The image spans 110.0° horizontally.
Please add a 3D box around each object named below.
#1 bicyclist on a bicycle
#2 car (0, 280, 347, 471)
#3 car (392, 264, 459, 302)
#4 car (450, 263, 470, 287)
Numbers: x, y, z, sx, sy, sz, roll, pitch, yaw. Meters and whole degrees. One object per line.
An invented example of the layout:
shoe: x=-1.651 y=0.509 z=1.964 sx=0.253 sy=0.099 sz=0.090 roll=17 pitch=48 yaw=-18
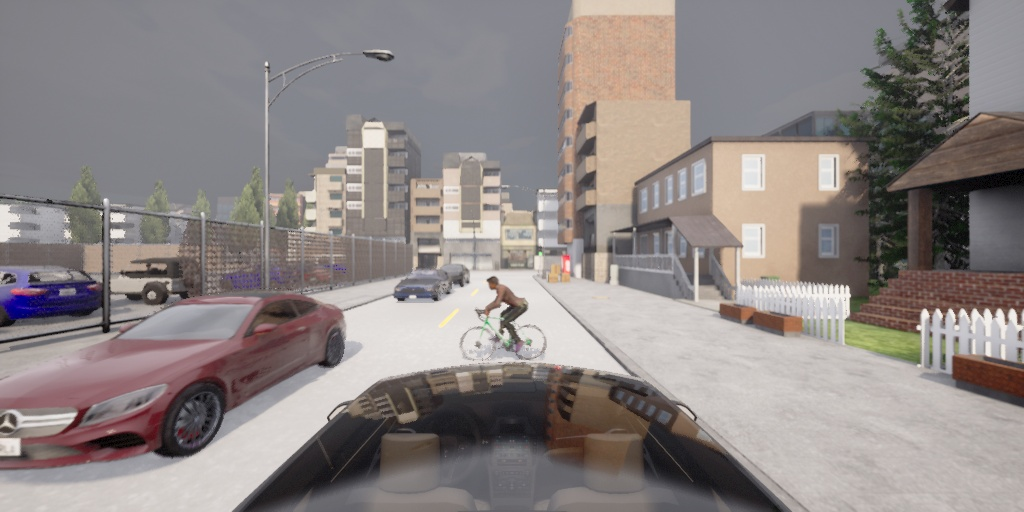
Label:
bicyclist on a bicycle: x=-0.177 y=1.198 z=6.812 sx=1.656 sy=1.620 sz=0.582 roll=-2 pitch=0 yaw=-1
car: x=-4.087 y=1.280 z=5.201 sx=1.812 sy=1.442 sz=4.674 roll=0 pitch=0 yaw=0
car: x=-4.120 y=1.315 z=17.533 sx=2.033 sy=1.411 sz=5.357 roll=0 pitch=0 yaw=0
car: x=-4.048 y=1.253 z=24.817 sx=1.882 sy=1.535 sz=5.008 roll=0 pitch=0 yaw=0
